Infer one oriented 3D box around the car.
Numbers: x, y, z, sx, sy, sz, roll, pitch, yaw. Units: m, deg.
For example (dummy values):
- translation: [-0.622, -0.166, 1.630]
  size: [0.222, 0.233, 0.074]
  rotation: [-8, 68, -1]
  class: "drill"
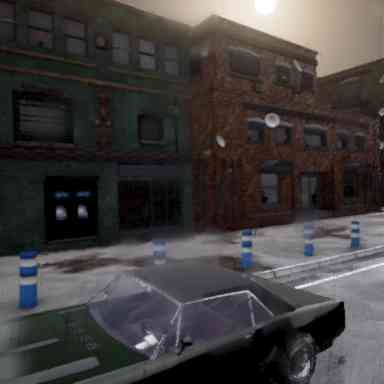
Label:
- translation: [-0.389, 1.602, 3.717]
  size: [4.718, 1.301, 1.895]
  rotation: [0, 0, -36]
  class: "car"
